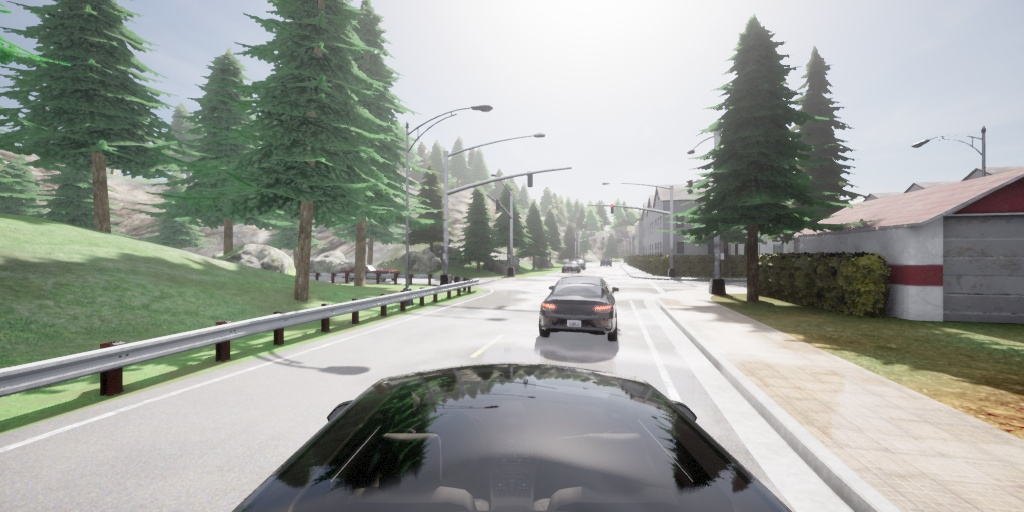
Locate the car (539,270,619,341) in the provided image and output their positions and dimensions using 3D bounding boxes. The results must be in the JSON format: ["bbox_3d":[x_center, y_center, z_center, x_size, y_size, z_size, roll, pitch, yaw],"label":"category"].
[{"bbox_3d":[1.922,1.276,9.878,1.812,1.442,4.674,0,0,15],"label":"car"}]

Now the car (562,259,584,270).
[{"bbox_3d":[7.197,1.314,43.169,1.994,1.385,4.181,0,0,15],"label":"car"}]

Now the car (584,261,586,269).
[{"bbox_3d":[9.867,1.241,52.862,2.128,1.511,4.902,0,0,15],"label":"car"}]

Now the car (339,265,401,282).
[{"bbox_3d":[-11.319,1.366,28.870,4.718,1.301,1.895,0,0,15],"label":"car"}]
